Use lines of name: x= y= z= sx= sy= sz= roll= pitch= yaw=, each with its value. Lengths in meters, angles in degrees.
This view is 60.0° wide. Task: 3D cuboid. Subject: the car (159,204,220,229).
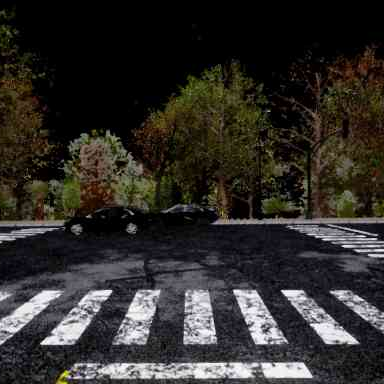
car: x=-0.687 y=1.554 z=21.401 sx=4.902 sy=1.511 sz=2.128 roll=-1 pitch=-1 yaw=1

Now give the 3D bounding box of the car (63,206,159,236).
car: x=-4.497 y=1.562 z=18.204 sx=4.892 sy=1.490 sz=1.837 roll=-1 pitch=-1 yaw=1
